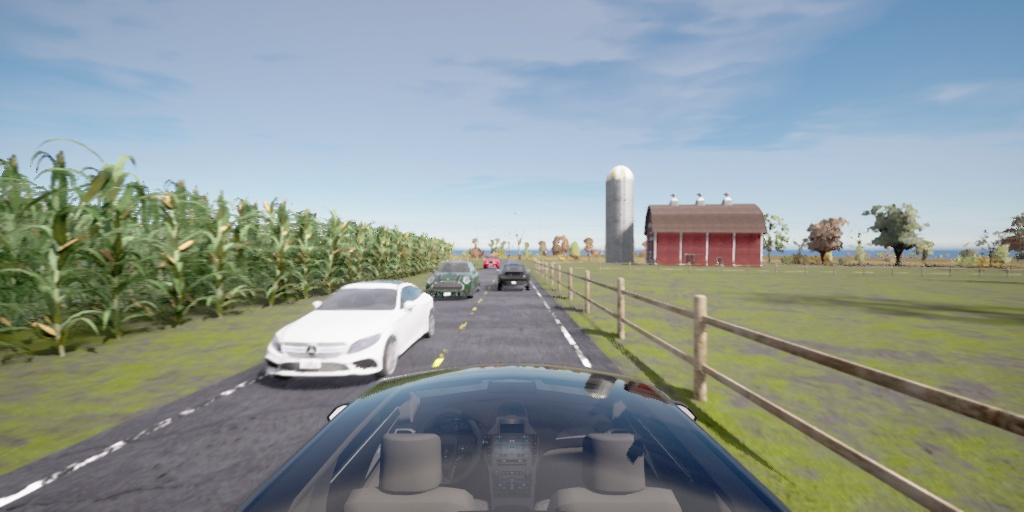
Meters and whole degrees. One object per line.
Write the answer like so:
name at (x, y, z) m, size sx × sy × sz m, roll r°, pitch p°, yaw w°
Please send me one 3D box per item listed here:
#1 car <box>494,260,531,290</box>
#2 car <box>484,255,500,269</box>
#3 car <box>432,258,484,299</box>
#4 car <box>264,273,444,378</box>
car at (0.098, 1.181, 21.855) m, size 1.837 × 1.490 × 4.892 m, roll 0°, pitch 0°, yaw 0°
car at (-2.880, 0.807, 51.148) m, size 2.150 × 2.045 × 5.566 m, roll 0°, pitch 0°, yaw 0°
car at (-2.775, 1.042, 17.711) m, size 2.097 × 1.767 × 4.553 m, roll 0°, pitch 0°, yaw 0°
car at (-2.835, 1.254, 7.396) m, size 1.812 × 1.442 × 4.674 m, roll 0°, pitch 0°, yaw 0°
